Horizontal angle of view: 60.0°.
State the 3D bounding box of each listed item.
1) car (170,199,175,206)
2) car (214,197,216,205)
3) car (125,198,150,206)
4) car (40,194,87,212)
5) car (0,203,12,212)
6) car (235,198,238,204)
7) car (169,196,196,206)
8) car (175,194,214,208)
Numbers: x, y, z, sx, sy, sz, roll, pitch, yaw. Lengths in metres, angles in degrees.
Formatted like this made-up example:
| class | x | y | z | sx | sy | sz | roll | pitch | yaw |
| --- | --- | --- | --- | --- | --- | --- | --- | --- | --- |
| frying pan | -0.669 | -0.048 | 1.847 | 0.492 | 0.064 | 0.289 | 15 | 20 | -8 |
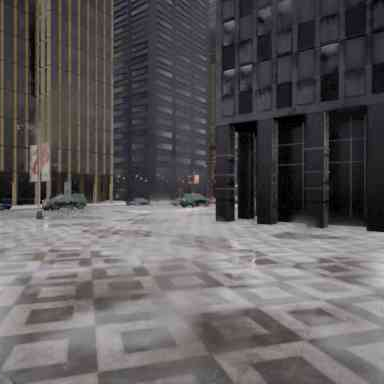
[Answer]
| class | x | y | z | sx | sy | sz | roll | pitch | yaw |
| --- | --- | --- | --- | --- | --- | --- | --- | --- | --- |
| car | -1.160 | 1.601 | 53.003 | 2.033 | 1.411 | 5.357 | 0 | 0 | 37 |
| car | 4.480 | 1.631 | 60.648 | 1.994 | 1.385 | 4.181 | 0 | 0 | 37 |
| car | -8.776 | 1.599 | 53.877 | 1.994 | 1.385 | 4.181 | 0 | 0 | 37 |
| car | -15.284 | 1.241 | 39.774 | 2.150 | 2.045 | 5.566 | 0 | 0 | 37 |
| car | -22.247 | 1.604 | 35.885 | 1.895 | 1.301 | 4.718 | 0 | 0 | 37 |
| car | 6.836 | 1.578 | 58.369 | 1.837 | 1.490 | 4.892 | 0 | 0 | 37 |
| car | -1.654 | 1.545 | 57.878 | 2.128 | 1.511 | 4.902 | 0 | 0 | 37 |
| car | 0.487 | 1.279 | 49.801 | 2.150 | 2.045 | 5.566 | 0 | 0 | 37 |
